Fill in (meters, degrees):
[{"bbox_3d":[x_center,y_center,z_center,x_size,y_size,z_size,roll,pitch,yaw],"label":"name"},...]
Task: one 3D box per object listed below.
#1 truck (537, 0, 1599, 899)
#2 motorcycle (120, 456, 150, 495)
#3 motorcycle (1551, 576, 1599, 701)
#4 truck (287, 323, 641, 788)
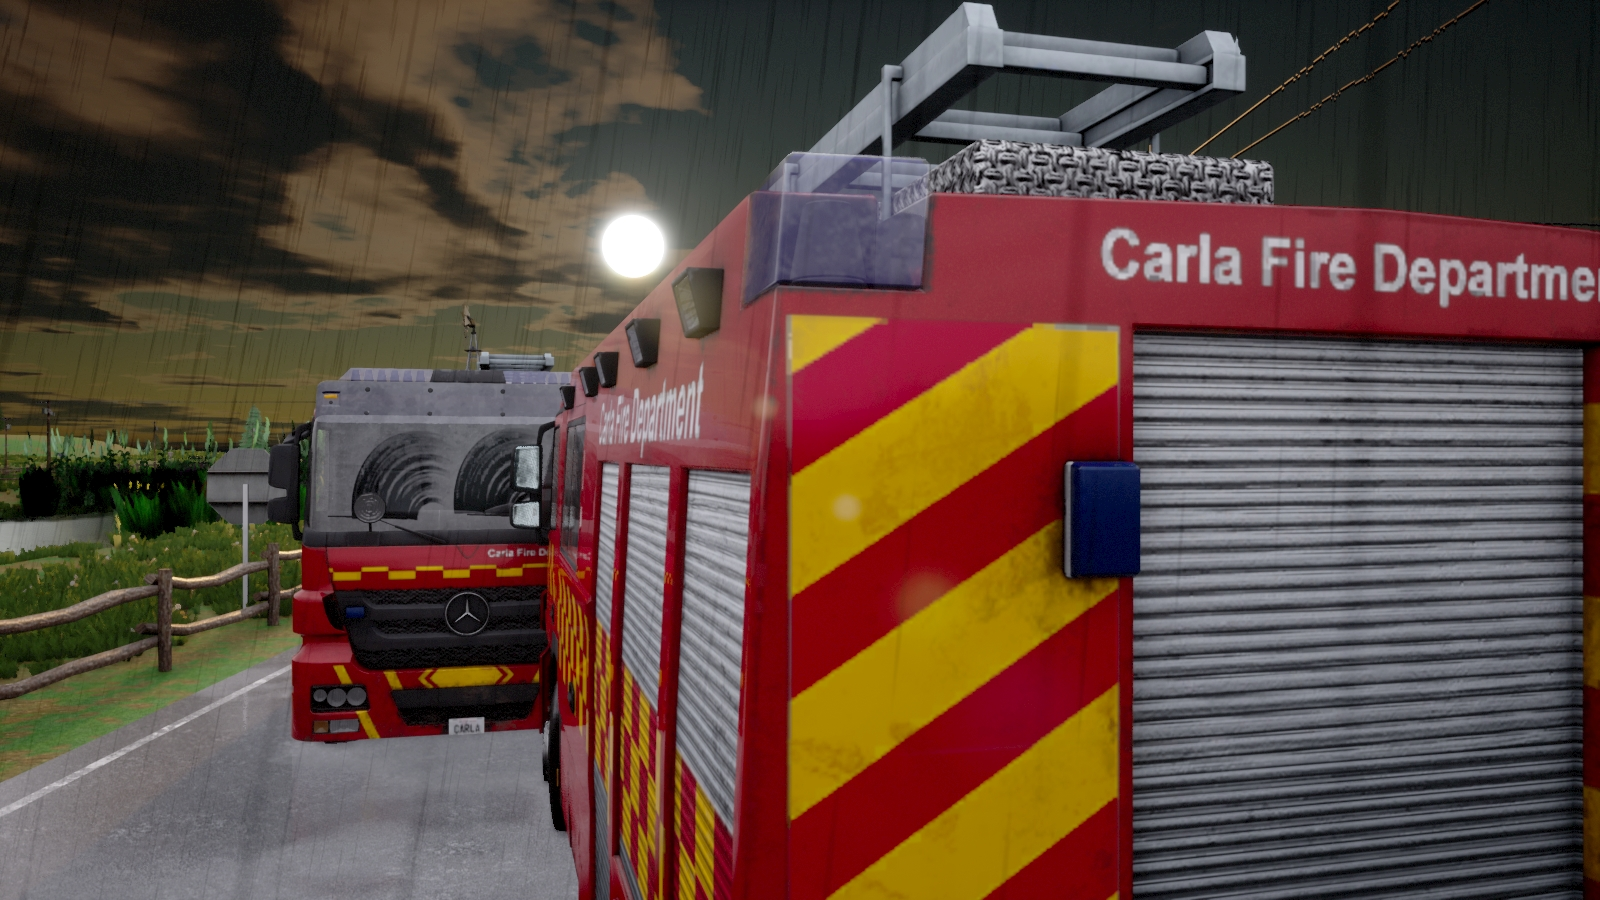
[{"bbox_3d":[0.067,0.867,6.873,2.891,3.827,8.468,0,0,-15],"label":"truck"},{"bbox_3d":[-41.377,1.577,71.133,0.803,2.348,2.033,0,0,-4],"label":"motorcycle"},{"bbox_3d":[9.777,2.142,13.109,1.805,1.316,0.856,0,0,-7],"label":"motorcycle"},{"bbox_3d":[-3.918,0.862,13.847,2.891,3.827,8.468,0,0,-15],"label":"truck"}]
